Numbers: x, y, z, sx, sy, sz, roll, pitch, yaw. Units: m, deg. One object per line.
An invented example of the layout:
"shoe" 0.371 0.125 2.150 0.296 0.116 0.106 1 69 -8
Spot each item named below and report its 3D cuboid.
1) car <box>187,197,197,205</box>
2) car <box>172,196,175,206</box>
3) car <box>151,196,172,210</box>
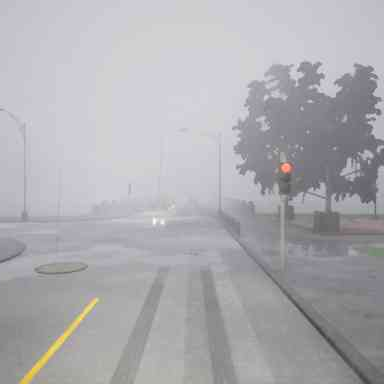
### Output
"car" 0.054 1.580 61.648 2.033 1.411 5.357 0 0 0
"car" -4.048 1.505 51.761 1.882 1.535 5.008 0 0 0
"car" -4.063 1.514 42.213 2.128 1.511 4.902 0 0 0
